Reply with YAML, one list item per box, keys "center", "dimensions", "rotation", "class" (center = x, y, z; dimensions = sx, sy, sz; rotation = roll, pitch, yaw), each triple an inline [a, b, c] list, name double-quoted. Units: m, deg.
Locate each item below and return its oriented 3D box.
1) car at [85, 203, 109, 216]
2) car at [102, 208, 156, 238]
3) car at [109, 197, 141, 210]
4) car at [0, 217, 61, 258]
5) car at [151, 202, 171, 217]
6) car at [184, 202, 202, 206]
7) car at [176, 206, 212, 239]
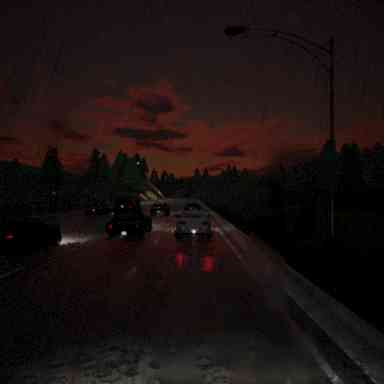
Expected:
- center: [-10.400, 1.925, 37.199]
  dimensions: [1.994, 1.385, 4.181]
  rotation: [0, -1, 0]
  class: "car"
- center: [-3.399, 1.785, 18.864]
  dimensions: [1.895, 1.301, 4.718]
  rotation: [0, -1, 0]
  class: "car"
- center: [-6.899, 1.568, 35.658]
  dimensions: [2.150, 2.045, 5.566]
  rotation: [0, -1, 0]
  class: "car"
- center: [-6.900, 1.694, 13.356]
  dimensions: [1.994, 1.385, 4.181]
  rotation: [0, -1, 0]
  class: "car"
- center: [-3.400, 1.845, 36.354]
  dimensions: [2.128, 1.511, 4.902]
  rotation: [0, -1, 0]
  class: "car"
- center: [0.100, 1.859, 36.416]
  dimensions: [1.837, 1.490, 4.892]
  rotation: [0, -1, 0]
  class: "car"
- center: [0.087, 1.706, 18.472]
  dimensions: [1.812, 1.442, 4.674]
  rotation: [0, -1, 0]
  class: "car"
